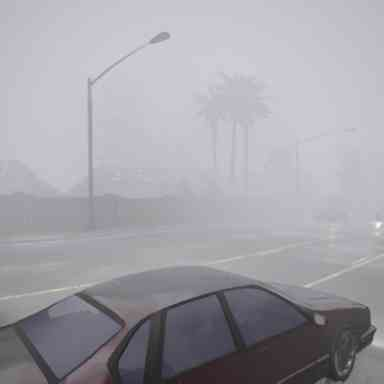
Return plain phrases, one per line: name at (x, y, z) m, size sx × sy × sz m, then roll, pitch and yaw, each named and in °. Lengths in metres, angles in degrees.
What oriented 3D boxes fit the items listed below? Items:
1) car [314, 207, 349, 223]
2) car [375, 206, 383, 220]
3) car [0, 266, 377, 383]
car at (13.619, 2.165, 32.378) m, size 1.812 × 1.442 × 4.674 m, roll -1°, pitch -2°, yaw 44°
car at (20.573, 2.172, 34.543) m, size 2.128 × 1.511 × 4.902 m, roll -1°, pitch -2°, yaw 44°
car at (0.029, 1.616, 3.750) m, size 5.357 × 1.411 × 2.033 m, roll 1°, pitch -1°, yaw -38°
